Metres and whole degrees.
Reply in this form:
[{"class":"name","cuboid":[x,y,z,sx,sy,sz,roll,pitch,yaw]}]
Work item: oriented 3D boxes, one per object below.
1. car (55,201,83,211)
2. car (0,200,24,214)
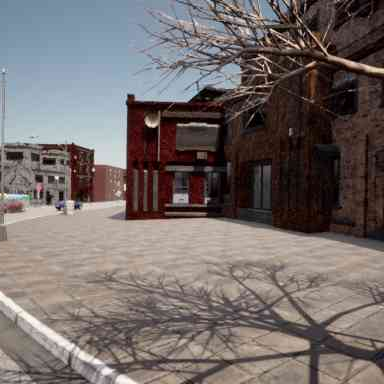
[{"class":"car","cuboid":[-16.273,1.798,44.339,1.895,1.301,4.718,1,0,3]},{"class":"car","cuboid":[-20.043,1.597,36.242,1.812,1.442,4.674,1,0,0]}]
